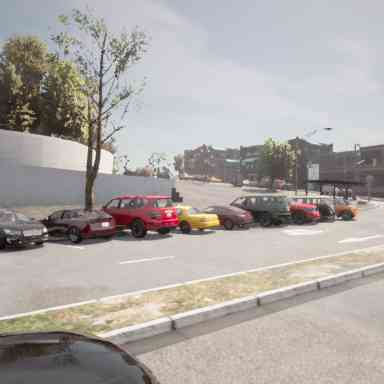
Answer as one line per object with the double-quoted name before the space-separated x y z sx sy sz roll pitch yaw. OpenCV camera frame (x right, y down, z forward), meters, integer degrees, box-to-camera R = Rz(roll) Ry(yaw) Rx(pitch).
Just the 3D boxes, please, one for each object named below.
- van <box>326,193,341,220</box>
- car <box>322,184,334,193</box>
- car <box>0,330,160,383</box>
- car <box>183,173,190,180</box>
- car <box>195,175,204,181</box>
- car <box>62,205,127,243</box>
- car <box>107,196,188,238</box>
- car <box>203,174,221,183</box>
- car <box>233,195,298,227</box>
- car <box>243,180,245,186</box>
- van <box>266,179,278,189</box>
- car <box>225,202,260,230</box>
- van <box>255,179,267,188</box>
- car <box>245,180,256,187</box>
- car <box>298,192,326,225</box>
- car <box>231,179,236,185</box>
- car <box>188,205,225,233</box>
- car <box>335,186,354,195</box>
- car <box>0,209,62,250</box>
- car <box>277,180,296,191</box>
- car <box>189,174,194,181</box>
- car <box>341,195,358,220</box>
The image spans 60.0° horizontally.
"van" 9.080 1.297 26.439 4.442 1.987 1.878 -1 -1 35
"car" 24.702 -0.425 59.148 2.435 2.045 5.566 7 3 35
"car" -2.357 1.492 1.451 4.902 1.511 2.128 0 0 -36
"car" 0.389 -4.084 93.597 2.185 1.767 4.553 4 1 33
"car" 3.911 -3.697 88.660 2.435 2.045 5.566 7 3 34
"car" -5.775 1.525 16.113 4.792 1.488 2.163 -1 -1 35
"car" -3.329 1.248 17.857 5.566 2.045 2.435 -1 -1 35
"car" 5.761 -3.175 86.399 1.946 1.575 5.366 7 3 34
"car" 4.026 1.263 23.066 5.566 2.045 2.435 -1 -1 35
"car" 12.604 -2.042 76.424 2.002 1.452 4.674 7 4 35
"van" 17.736 -1.490 68.899 1.878 1.987 4.442 7 4 35
"car" 1.598 1.549 21.310 4.674 1.452 2.002 -1 -1 35
"van" 16.008 -1.763 71.371 1.878 1.987 4.442 7 4 35
"car" 14.435 -1.811 74.103 1.946 1.575 5.366 7 3 35
"car" 6.541 1.268 24.770 5.566 2.045 2.435 -1 -1 35
"car" 10.863 -2.316 78.887 2.002 1.452 4.674 7 3 35
"car" -1.009 1.503 19.683 5.366 1.575 1.946 -1 -1 35
"car" 26.392 0.137 56.675 2.002 1.452 4.674 7 3 35
"car" -8.196 1.494 14.367 4.892 1.521 2.231 -1 -1 35
"car" 19.495 -0.991 66.536 2.231 1.521 4.892 7 3 35
"car" 2.117 -3.849 91.126 2.185 1.767 4.553 6 3 34
"car" 11.490 1.404 28.188 4.553 1.767 2.185 -1 -1 35
